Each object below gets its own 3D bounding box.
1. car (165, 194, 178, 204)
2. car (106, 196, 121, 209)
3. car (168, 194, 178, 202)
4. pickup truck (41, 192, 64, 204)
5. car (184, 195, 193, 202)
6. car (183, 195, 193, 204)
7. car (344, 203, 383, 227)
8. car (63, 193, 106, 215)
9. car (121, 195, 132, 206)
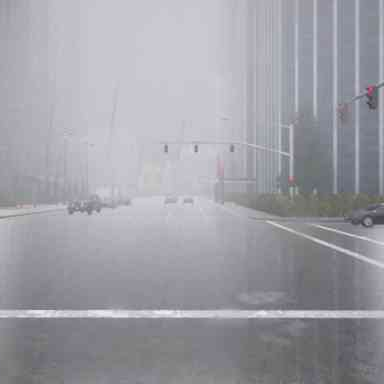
[{"bbox_3d":[-4.129,1.517,63.640,1.812,1.442,4.674,0,0,0],"label":"car"},{"bbox_3d":[-11.176,1.557,44.305,1.994,1.385,4.181,0,0,-1],"label":"car"},{"bbox_3d":[-4.335,1.344,75.241,2.097,1.767,4.553,0,0,0],"label":"car"},{"bbox_3d":[-24.330,1.050,59.926,2.390,2.098,6.274,0,0,30],"label":"pickup truck"},{"bbox_3d":[-0.840,1.375,75.480,1.882,1.535,5.008,0,0,0],"label":"car"},{"bbox_3d":[-0.753,1.516,65.229,1.812,1.442,4.674,0,0,0],"label":"car"},{"bbox_3d":[12.630,1.502,21.968,4.892,1.490,1.837,0,0,0],"label":"car"},{"bbox_3d":[-11.090,1.216,34.775,2.150,2.045,5.566,0,0,-1],"label":"car"},{"bbox_3d":[-11.250,1.344,54.511,2.097,1.767,4.553,0,0,-1],"label":"car"}]
